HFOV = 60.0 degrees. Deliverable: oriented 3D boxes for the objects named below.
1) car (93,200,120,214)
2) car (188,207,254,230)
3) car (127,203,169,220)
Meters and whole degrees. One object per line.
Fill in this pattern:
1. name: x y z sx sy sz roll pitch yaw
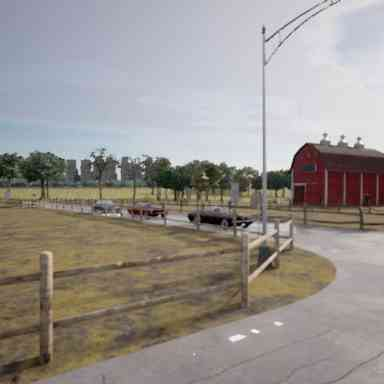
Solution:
1. car: -9.889 1.651 38.145 1.812 1.442 4.674 -1 0 -35
2. car: 1.775 1.636 21.589 1.895 1.301 4.718 -1 1 -36
3. car: -3.979 1.663 29.734 1.895 1.301 4.718 -1 0 -35
